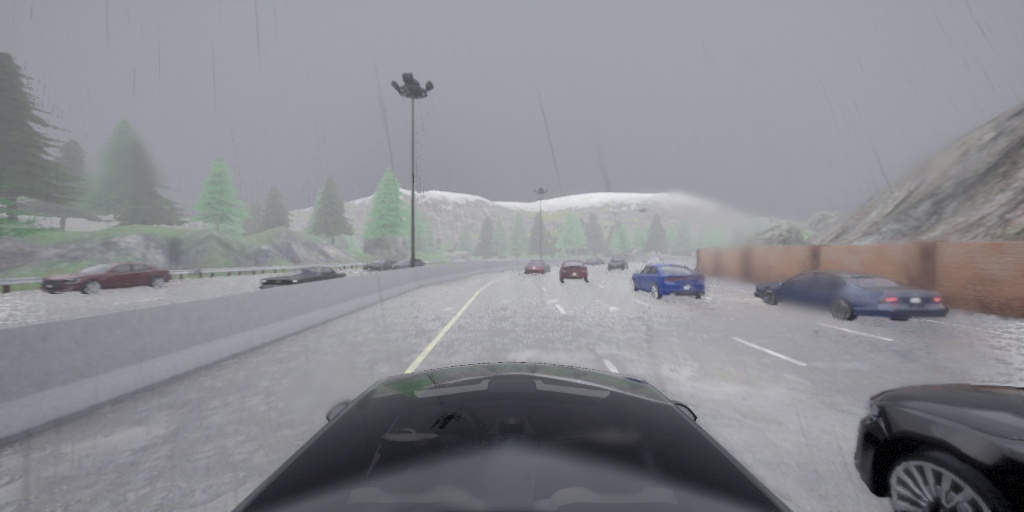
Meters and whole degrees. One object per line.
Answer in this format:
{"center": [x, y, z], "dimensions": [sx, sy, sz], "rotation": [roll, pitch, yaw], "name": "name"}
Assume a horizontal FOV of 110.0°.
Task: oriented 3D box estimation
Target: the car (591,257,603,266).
{"center": [13.613, 0.866, 58.337], "dimensions": [1.994, 1.385, 4.181], "rotation": [0, 0, 36], "name": "car"}

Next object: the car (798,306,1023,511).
{"center": [3.601, 1.249, 0.773], "dimensions": [2.128, 1.511, 4.902], "rotation": [0, 0, 0], "name": "car"}

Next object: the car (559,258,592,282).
{"center": [4.496, 1.034, 26.187], "dimensions": [1.882, 1.535, 5.008], "rotation": [-1, 0, 8], "name": "car"}

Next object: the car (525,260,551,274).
{"center": [2.590, 1.046, 35.475], "dimensions": [1.994, 1.385, 4.181], "rotation": [0, 0, 15], "name": "car"}

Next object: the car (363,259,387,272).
{"center": [-14.403, 0.990, 40.422], "dimensions": [2.033, 1.411, 5.357], "rotation": [0, 0, 15], "name": "car"}

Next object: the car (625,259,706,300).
{"center": [7.141, 1.108, 16.902], "dimensions": [1.882, 1.535, 5.008], "rotation": [0, 0, 1], "name": "car"}

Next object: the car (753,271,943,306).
{"center": [10.602, 1.217, 11.908], "dimensions": [2.033, 1.411, 5.357], "rotation": [0, 0, 0], "name": "car"}

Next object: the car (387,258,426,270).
{"center": [-11.146, 0.961, 39.010], "dimensions": [1.837, 1.490, 4.892], "rotation": [0, 0, 14], "name": "car"}

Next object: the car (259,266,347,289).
{"center": [-10.459, 1.218, 18.367], "dimensions": [1.895, 1.301, 4.718], "rotation": [0, 0, 2], "name": "car"}

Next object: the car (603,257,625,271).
{"center": [12.752, 0.916, 42.875], "dimensions": [2.128, 1.511, 4.902], "rotation": [0, 0, 26], "name": "car"}

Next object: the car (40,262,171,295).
{"center": [-20.889, 1.091, 18.759], "dimensions": [1.882, 1.535, 5.008], "rotation": [0, 0, 2], "name": "car"}

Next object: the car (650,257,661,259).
{"center": [19.141, 0.912, 47.682], "dimensions": [1.812, 1.442, 4.674], "rotation": [0, 0, 32], "name": "car"}
